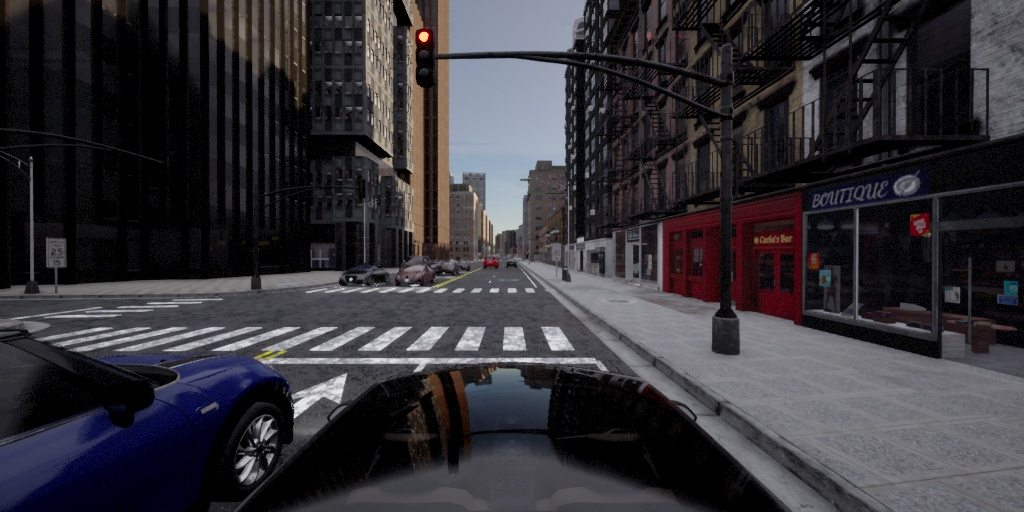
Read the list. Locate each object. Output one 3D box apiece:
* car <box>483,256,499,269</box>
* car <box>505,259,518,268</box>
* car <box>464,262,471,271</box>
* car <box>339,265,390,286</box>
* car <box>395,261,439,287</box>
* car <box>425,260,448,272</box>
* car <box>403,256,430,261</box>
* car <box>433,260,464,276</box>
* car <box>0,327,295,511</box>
[{"bbox_3d":[-3.423,0.988,58.060,2.150,2.045,5.566,0,0,0],"label":"car"},{"bbox_3d":[-0.086,1.272,61.844,1.837,1.490,4.892,0,0,0],"label":"car"},{"bbox_3d":[-6.728,1.328,48.317,1.994,1.385,4.181,0,0,0],"label":"car"},{"bbox_3d":[-10.135,1.319,24.868,1.994,1.385,4.181,0,0,4],"label":"car"},{"bbox_3d":[-6.667,1.281,25.047,1.812,1.442,4.674,0,0,0],"label":"car"},{"bbox_3d":[-9.982,1.255,47.739,2.128,1.511,4.902,0,0,0],"label":"car"},{"bbox_3d":[-9.952,0.982,37.614,2.150,2.045,5.566,0,0,0],"label":"car"},{"bbox_3d":[-6.705,1.308,37.888,2.033,1.411,5.357,0,0,0],"label":"car"},{"bbox_3d":[-3.146,1.102,1.601,2.097,1.767,4.553,0,0,0],"label":"car"}]
